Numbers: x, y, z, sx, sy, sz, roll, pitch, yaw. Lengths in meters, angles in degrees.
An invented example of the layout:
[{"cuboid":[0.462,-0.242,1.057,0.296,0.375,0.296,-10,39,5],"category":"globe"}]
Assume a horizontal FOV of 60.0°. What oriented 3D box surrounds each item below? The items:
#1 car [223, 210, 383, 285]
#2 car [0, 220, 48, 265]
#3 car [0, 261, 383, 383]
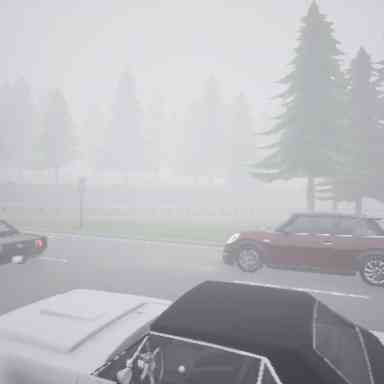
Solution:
[{"cuboid":[3.206,1.326,9.305,4.553,1.767,2.097,1,1,22],"category":"car"},{"cuboid":[-6.578,1.415,9.486,4.718,1.301,1.895,1,1,22],"category":"car"},{"cuboid":[0.058,1.578,3.019,4.718,1.301,1.895,1,1,22],"category":"car"}]
